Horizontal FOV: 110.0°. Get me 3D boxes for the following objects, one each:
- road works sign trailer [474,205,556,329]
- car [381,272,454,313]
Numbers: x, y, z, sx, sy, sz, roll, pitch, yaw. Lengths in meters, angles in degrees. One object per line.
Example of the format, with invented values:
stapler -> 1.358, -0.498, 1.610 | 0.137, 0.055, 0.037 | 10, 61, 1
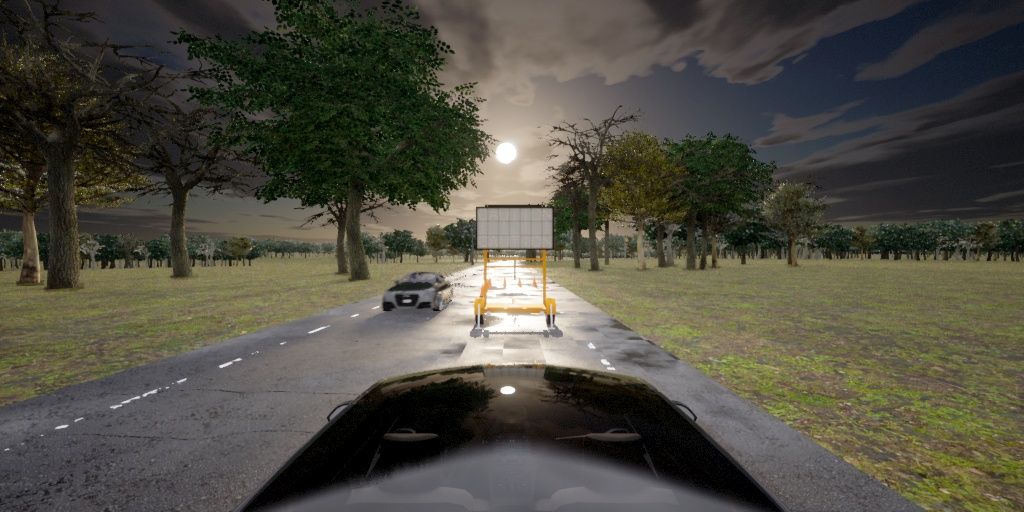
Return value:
road works sign trailer -> 0.089, 0.211, 11.181 | 2.380, 3.560, 2.880 | 0, 0, 0
car -> -3.499, 1.310, 13.925 | 1.994, 1.385, 4.181 | 0, 0, 0
